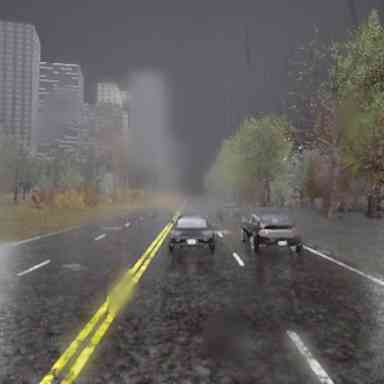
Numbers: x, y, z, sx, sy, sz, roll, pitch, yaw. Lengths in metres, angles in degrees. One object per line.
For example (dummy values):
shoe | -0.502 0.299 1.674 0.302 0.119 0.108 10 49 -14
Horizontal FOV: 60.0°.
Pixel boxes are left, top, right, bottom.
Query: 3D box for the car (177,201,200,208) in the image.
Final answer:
car | -0.005 1.804 29.030 2.033 1.411 5.357 0 0 0

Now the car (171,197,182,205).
car | -3.265 1.935 71.121 2.097 1.767 4.553 0 0 0

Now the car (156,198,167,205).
car | -6.515 2.057 71.091 1.882 1.535 5.008 0 0 0

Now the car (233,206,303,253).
car | 3.242 1.619 14.319 2.128 1.511 4.902 -1 0 0

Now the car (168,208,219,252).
car | 0.001 1.659 14.402 1.812 1.442 4.674 0 0 0

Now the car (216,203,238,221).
car | 3.245 1.721 29.339 2.128 1.511 4.902 0 -1 0
